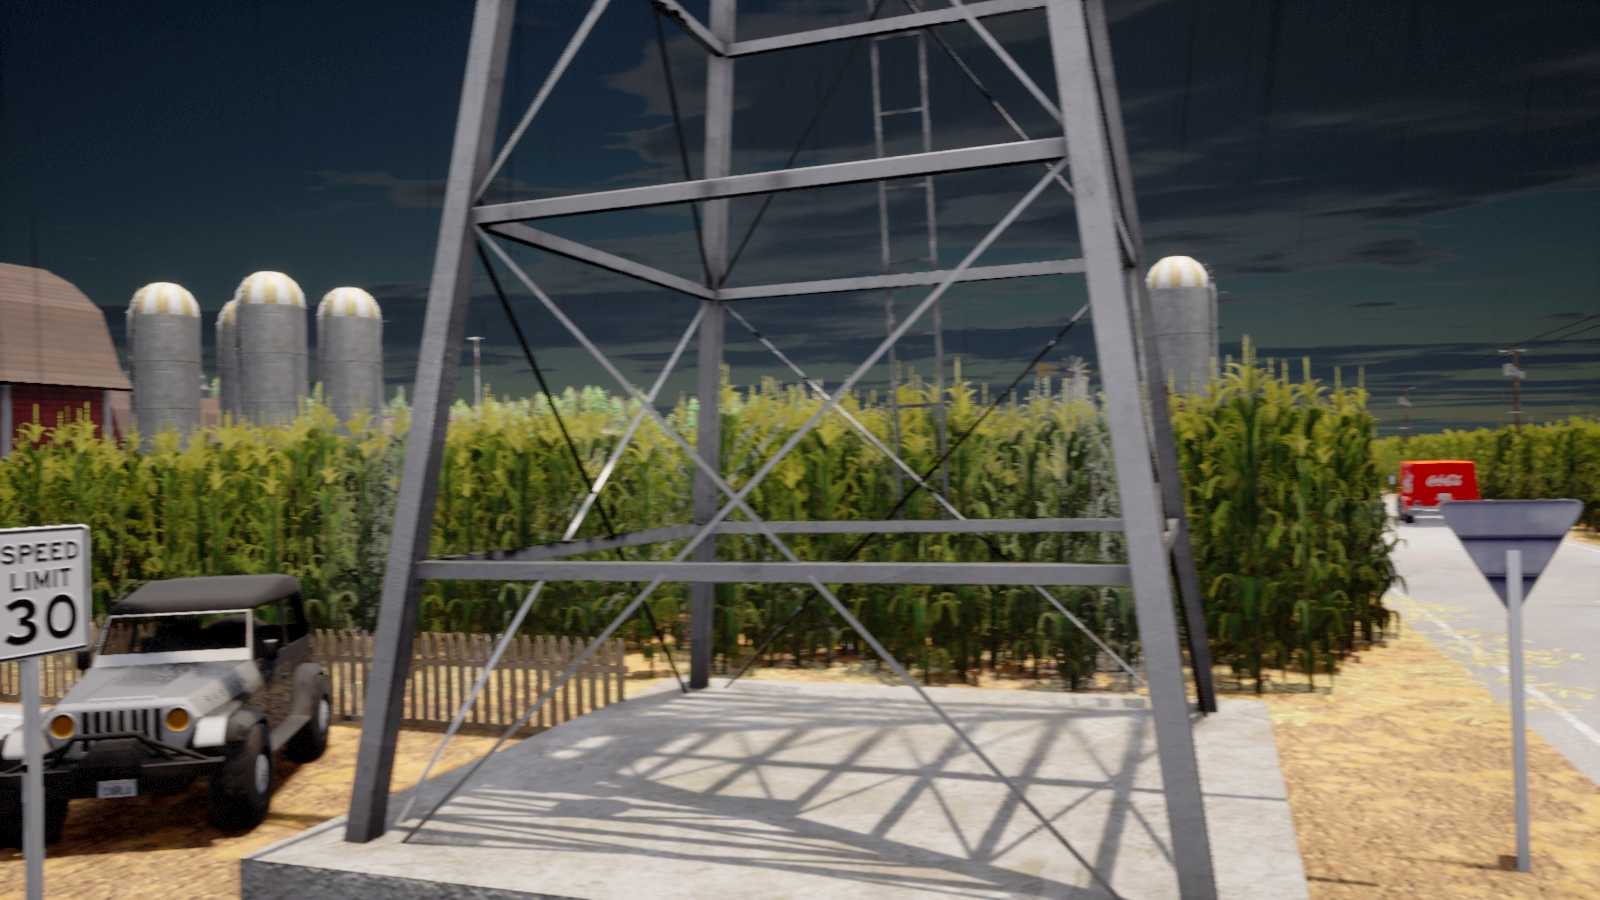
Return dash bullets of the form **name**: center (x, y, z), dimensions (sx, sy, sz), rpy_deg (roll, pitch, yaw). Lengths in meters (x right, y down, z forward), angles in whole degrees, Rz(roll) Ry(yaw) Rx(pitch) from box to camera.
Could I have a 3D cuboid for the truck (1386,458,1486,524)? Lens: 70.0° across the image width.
- **truck**: center (25.368, 1.576, 45.822), dimensions (2.627, 2.467, 5.204), rpy_deg (-2, -1, 20)
